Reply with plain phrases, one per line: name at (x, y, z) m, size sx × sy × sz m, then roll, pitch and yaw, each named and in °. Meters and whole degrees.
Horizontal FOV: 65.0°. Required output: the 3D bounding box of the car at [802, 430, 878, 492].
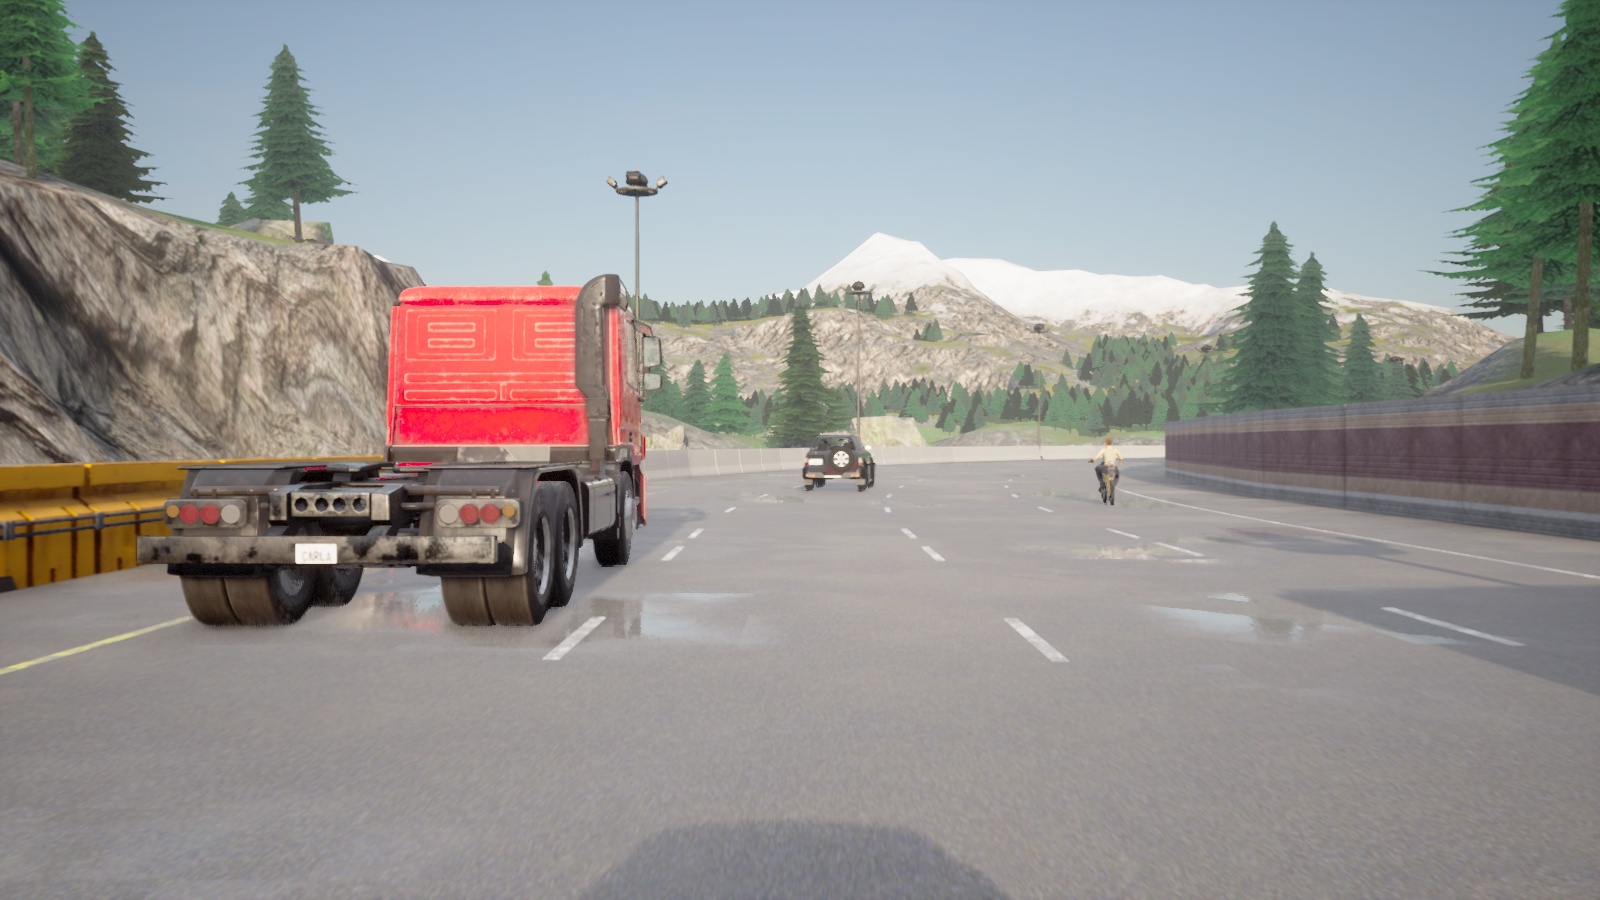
car at (1.337, 0.331, 40.222) m, size 1.932 × 1.855 × 4.605 m, roll 0°, pitch 0°, yaw 8°

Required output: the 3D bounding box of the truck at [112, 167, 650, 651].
truck at (-3.467, -0.313, 12.951) m, size 2.891 × 3.462 × 7.936 m, roll 0°, pitch 0°, yaw 0°

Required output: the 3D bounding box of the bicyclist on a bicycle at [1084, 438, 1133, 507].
bicyclist on a bicycle at (7.379, 0.514, 30.073) m, size 0.866 × 1.612 × 1.509 m, roll 0°, pitch 0°, yaw 3°
